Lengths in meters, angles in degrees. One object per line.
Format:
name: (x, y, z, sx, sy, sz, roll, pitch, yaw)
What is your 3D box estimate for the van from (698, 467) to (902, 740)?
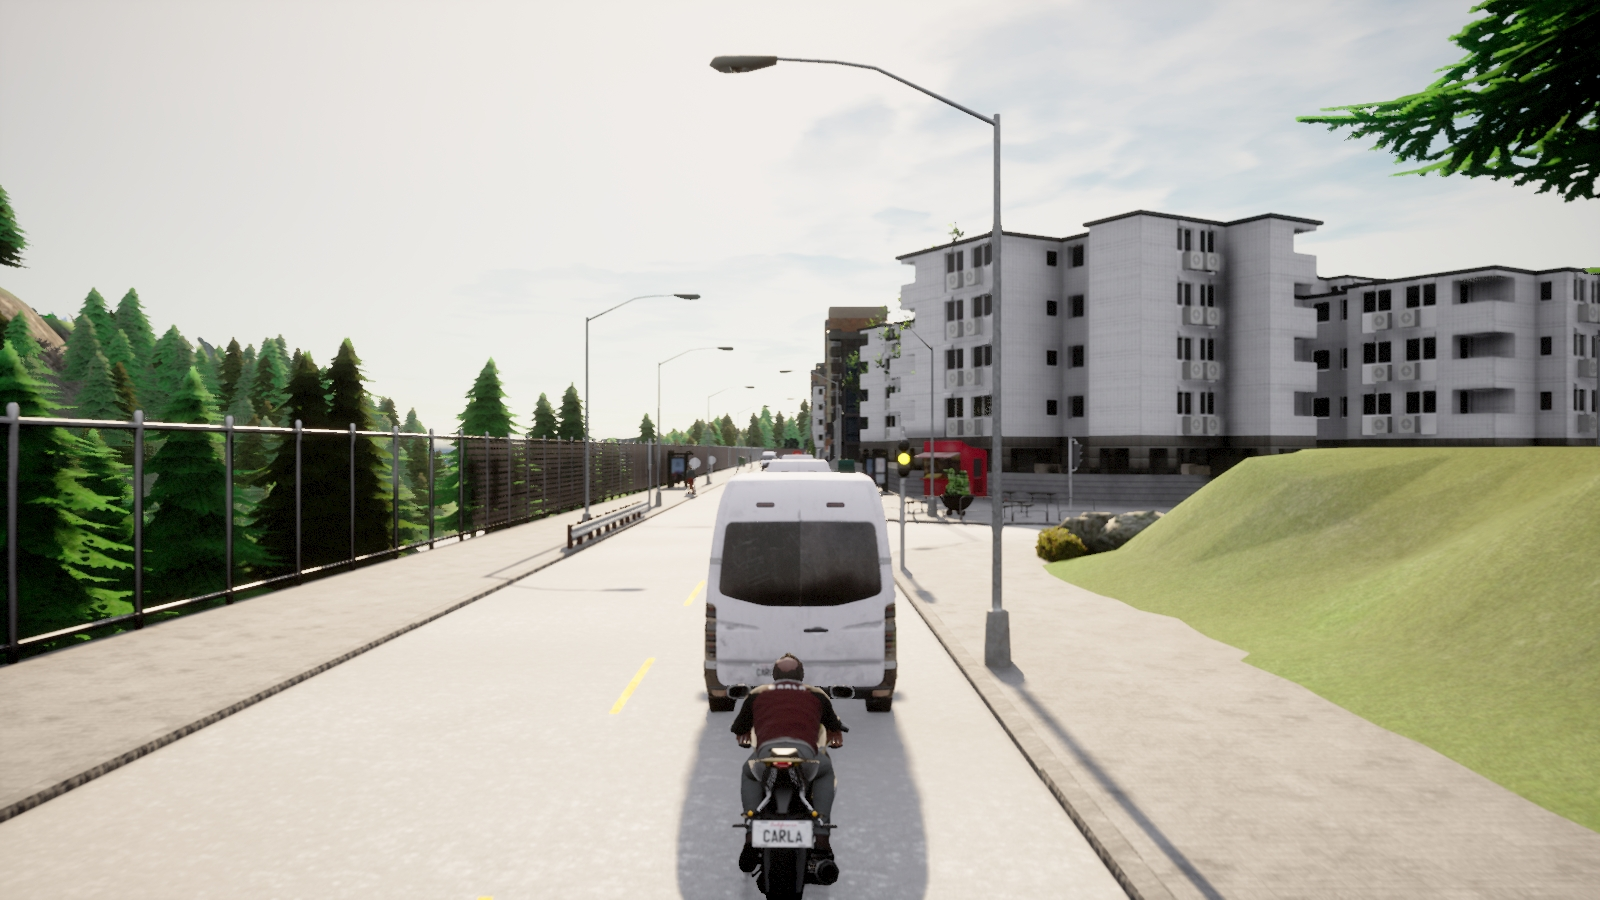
van: (-0.001, 1.535, 14.060, 1.988, 2.561, 5.915, 0, 0, 0)

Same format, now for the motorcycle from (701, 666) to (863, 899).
motorcycle: (-0.076, 2.205, 7.226, 0.867, 1.251, 2.209, 0, 0, 1)

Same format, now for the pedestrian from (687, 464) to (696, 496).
pedestrian: (-6.382, 1.743, 67.257, 0.375, 1.860, 0.375, 0, 0, -33)
